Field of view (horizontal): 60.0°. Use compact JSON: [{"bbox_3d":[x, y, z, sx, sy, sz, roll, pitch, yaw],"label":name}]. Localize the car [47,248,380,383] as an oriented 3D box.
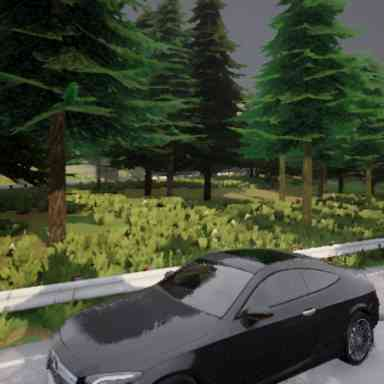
[{"bbox_3d":[0.637,1.541,4.384,4.674,1.442,1.812,0,0,-34],"label":"car"}]
